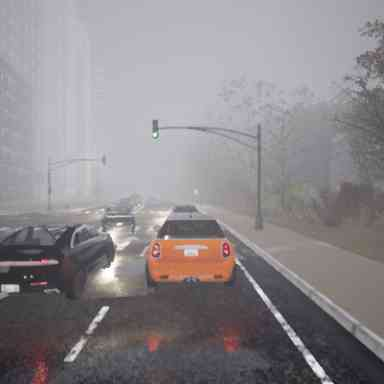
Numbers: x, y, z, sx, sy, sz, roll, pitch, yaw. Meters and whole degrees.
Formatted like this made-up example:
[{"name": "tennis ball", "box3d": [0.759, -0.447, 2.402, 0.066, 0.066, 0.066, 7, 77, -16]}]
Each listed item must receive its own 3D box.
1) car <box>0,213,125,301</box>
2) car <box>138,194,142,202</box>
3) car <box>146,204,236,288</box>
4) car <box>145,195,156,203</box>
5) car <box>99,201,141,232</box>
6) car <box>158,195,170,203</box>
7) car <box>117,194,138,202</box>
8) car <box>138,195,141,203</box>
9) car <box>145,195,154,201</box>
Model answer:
[{"name": "car", "box3d": [-3.282, 1.514, 8.376, 2.128, 1.511, 4.902, 0, 0, -1]}, {"name": "car", "box3d": [-10.929, 1.351, 64.479, 2.150, 2.045, 5.566, 0, 0, -7]}, {"name": "car", "box3d": [-0.058, 1.376, 9.527, 2.097, 1.767, 4.553, 0, 0, -1]}, {"name": "car", "box3d": [-9.286, 1.616, 75.729, 1.882, 1.535, 5.008, 0, 0, -9]}, {"name": "car", "box3d": [-4.607, 1.543, 20.387, 2.128, 1.511, 4.902, 0, 0, -16]}, {"name": "car", "box3d": [-6.141, 1.731, 76.639, 1.895, 1.301, 4.718, 0, 0, -9]}, {"name": "car", "box3d": [-8.757, 1.453, 44.275, 2.097, 1.767, 4.553, 0, 0, -5]}, {"name": "car", "box3d": [-9.760, 1.621, 54.180, 1.837, 1.490, 4.892, 0, 0, -7]}, {"name": "car", "box3d": [-11.010, 1.463, 86.047, 1.882, 1.535, 5.008, 0, 0, -10]}]
